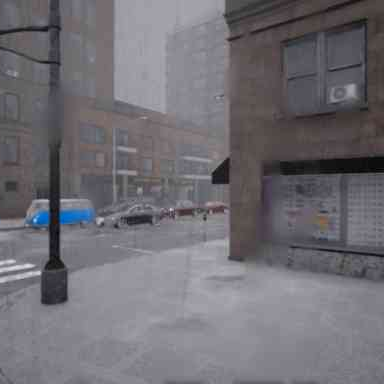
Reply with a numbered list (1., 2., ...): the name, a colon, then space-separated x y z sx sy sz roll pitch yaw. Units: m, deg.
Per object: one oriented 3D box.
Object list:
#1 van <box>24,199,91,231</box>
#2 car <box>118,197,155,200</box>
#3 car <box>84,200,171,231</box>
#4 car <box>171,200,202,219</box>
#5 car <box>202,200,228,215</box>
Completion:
1. van: -7.841 1.328 19.978 1.690 1.788 3.998 0 0 36
2. car: -4.560 1.307 24.511 2.192 1.841 5.009 0 0 36
3. car: -3.845 1.486 20.797 2.128 1.511 4.902 0 0 36
4. car: -1.279 1.436 29.044 1.967 1.590 4.097 0 0 36
5. car: 2.002 1.545 33.577 1.887 1.381 4.507 0 0 36
